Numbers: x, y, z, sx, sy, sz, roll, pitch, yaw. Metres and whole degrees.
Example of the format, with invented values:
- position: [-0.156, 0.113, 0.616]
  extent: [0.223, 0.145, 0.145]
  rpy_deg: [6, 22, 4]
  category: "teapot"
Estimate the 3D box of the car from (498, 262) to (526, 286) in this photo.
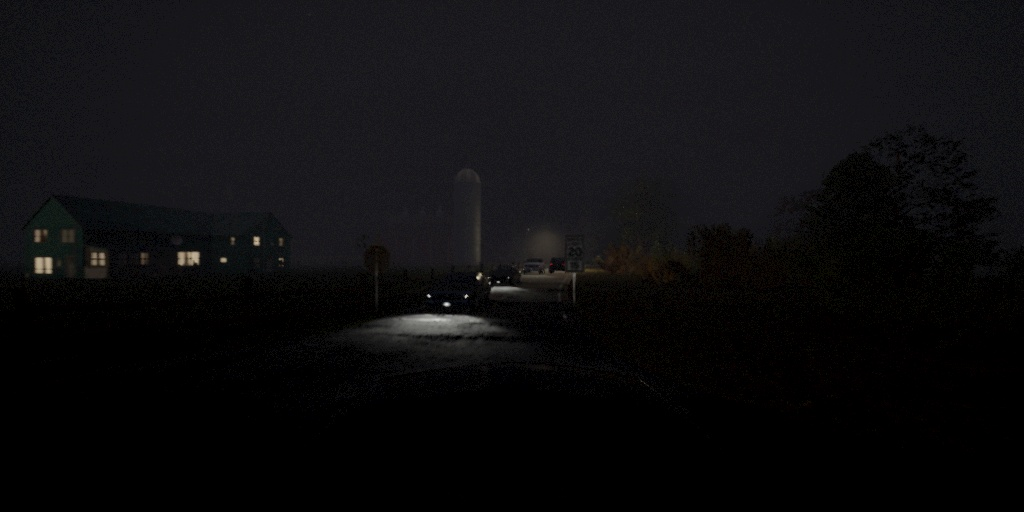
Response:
- position: [-0.482, 1.402, 27.182]
  extent: [2.033, 1.411, 5.357]
  rpy_deg: [0, 0, 10]
  category: "car"

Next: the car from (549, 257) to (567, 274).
- position: [6.068, 1.201, 46.635]
  extent: [2.150, 2.045, 5.566]
  rpy_deg: [0, 0, 11]
  category: "car"

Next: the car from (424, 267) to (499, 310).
- position: [-2.060, 1.345, 15.363]
  extent: [2.033, 1.411, 5.357]
  rpy_deg: [0, 0, 6]
  category: "car"

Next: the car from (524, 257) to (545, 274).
- position: [2.771, 1.171, 44.354]
  extent: [2.150, 2.045, 5.566]
  rpy_deg: [0, -1, 11]
  category: "car"
